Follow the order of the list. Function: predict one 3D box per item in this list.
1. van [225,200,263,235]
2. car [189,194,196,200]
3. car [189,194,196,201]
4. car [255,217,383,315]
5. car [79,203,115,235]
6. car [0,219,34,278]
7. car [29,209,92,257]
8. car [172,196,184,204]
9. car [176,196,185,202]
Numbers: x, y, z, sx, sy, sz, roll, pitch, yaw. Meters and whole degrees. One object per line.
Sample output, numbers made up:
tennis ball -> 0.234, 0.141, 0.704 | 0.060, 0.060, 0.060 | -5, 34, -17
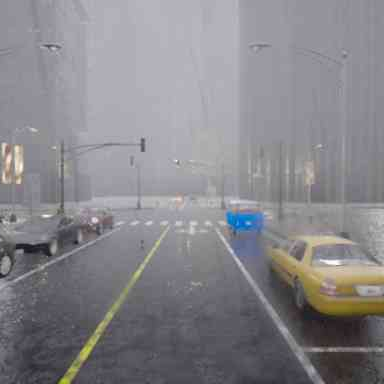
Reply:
van -> 2.849, 1.360, 18.687 | 1.690, 1.788, 3.998 | -1, 0, 0
car -> 0.161, 1.342, 92.565 | 1.837, 1.490, 4.892 | 0, 0, 0
car -> 0.129, 1.532, 82.143 | 1.837, 1.490, 4.892 | 0, 0, 0
car -> 2.851, 1.533, 7.608 | 1.752, 1.417, 4.829 | -1, 0, 0
car -> -5.675, 1.459, 18.686 | 1.967, 1.590, 4.097 | -1, 0, 0
car -> -5.675, 1.559, 7.437 | 2.008, 1.369, 4.403 | -1, 0, 0
car -> -5.674, 1.579, 13.062 | 1.947, 1.339, 4.313 | -1, 0, 0
car -> -2.936, 1.533, 65.475 | 1.882, 1.535, 5.008 | 0, 0, 1
car -> -2.875, 1.595, 80.944 | 1.994, 1.385, 4.181 | 0, 0, 0
